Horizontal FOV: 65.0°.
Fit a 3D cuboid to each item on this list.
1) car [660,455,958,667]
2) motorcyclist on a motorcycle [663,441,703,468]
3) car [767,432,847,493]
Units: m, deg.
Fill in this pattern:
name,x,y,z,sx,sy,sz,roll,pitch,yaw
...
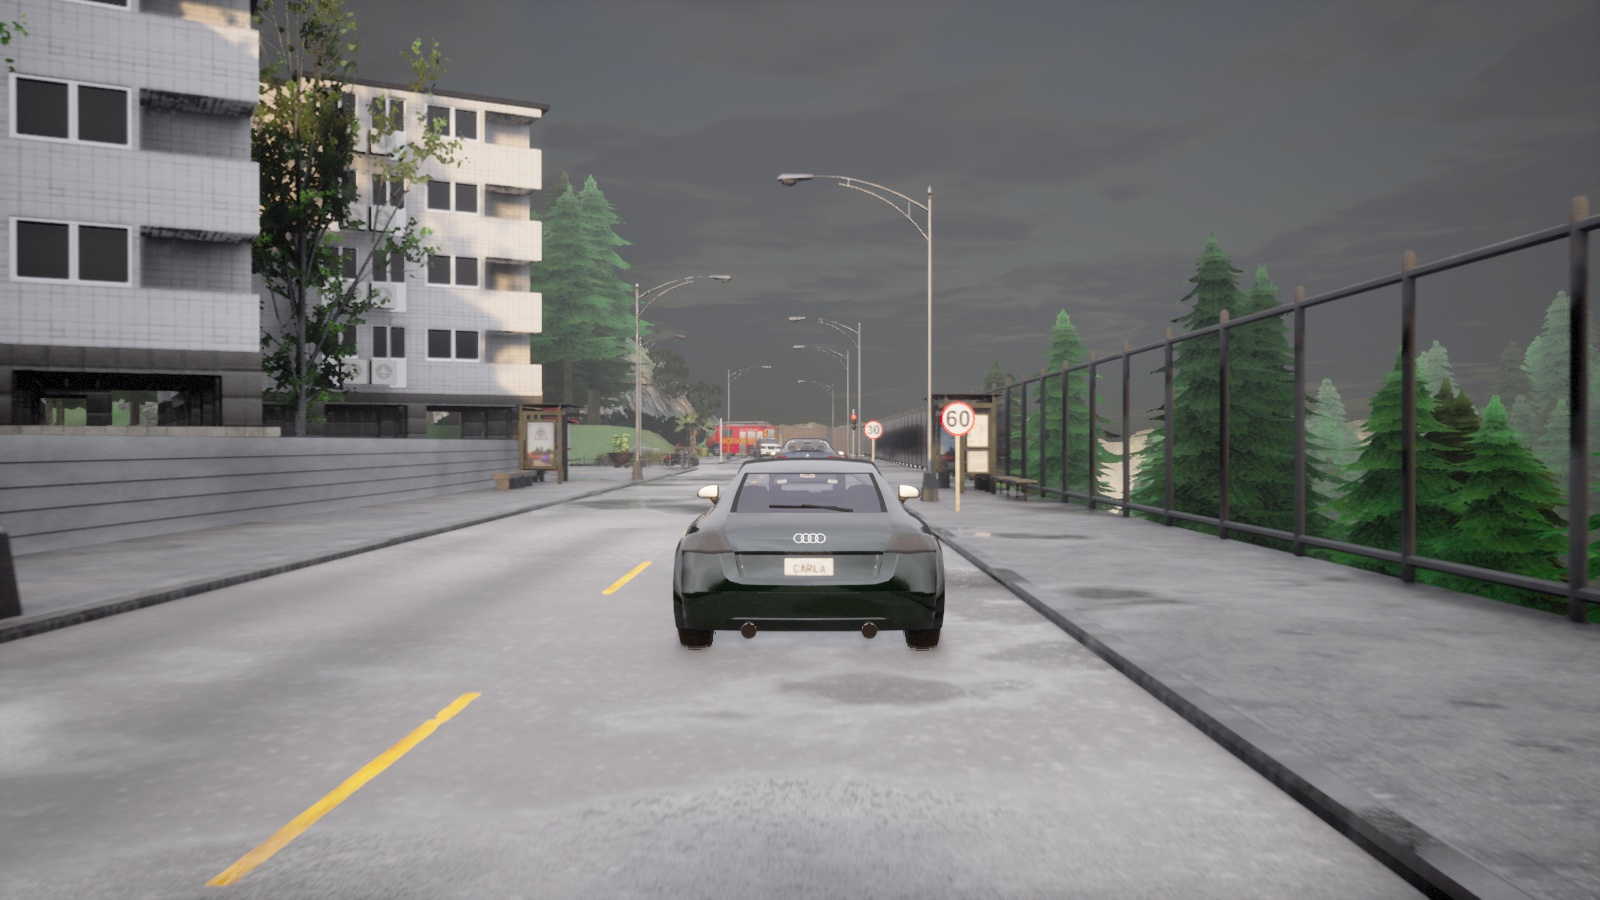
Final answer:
name,x,y,z,sx,sy,sz,roll,pitch,yaw
car,0.071,0.751,10.522,1.994,1.385,4.181,0,0,0
motorcyclist on a motorcycle,-7.117,0.261,76.393,2.350,1.649,0.766,0,2,25
car,0.208,0.321,36.220,2.152,1.651,5.027,0,0,0
